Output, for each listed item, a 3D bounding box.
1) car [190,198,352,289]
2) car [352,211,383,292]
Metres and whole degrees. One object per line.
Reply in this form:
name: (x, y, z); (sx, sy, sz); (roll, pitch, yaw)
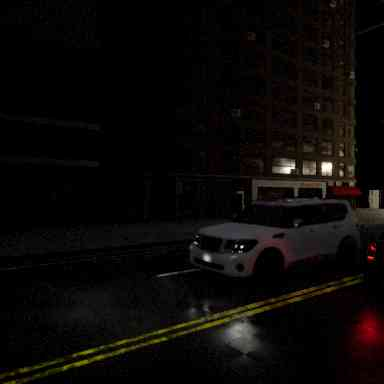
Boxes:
car: (2.606, 1.222, 9.532); (5.566, 2.045, 2.150); (0, 0, -35)
car: (6.032, 1.353, 7.740); (4.553, 1.767, 2.097); (0, 0, -35)
